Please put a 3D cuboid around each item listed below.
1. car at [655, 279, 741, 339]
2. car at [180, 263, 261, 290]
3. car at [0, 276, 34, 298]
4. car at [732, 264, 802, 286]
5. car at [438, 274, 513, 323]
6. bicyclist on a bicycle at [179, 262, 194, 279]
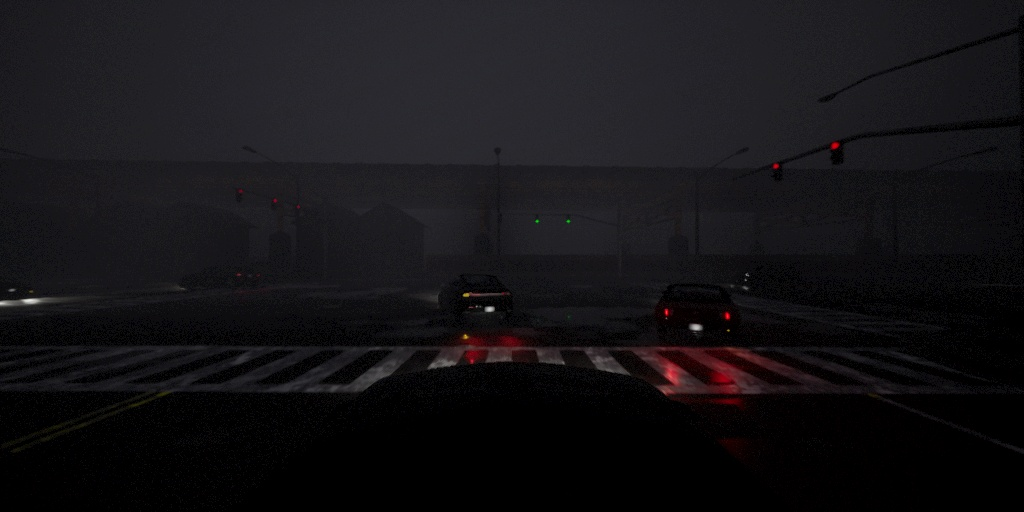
[{"bbox_3d":[5.460,1.456,10.648,1.895,1.301,4.718,0,-1,27],"label":"car"},{"bbox_3d":[-20.072,1.375,24.730,4.553,1.767,2.097,0,-1,4],"label":"car"},{"bbox_3d":[-26.784,1.506,17.797,4.181,1.385,1.994,0,-1,0],"label":"car"},{"bbox_3d":[20.110,1.416,28.468,4.553,1.767,2.097,0,-1,0],"label":"car"},{"bbox_3d":[-1.437,1.372,12.792,2.128,1.511,4.902,1,-1,-19],"label":"car"},{"bbox_3d":[-31.032,1.437,34.285,0.582,1.620,1.656,0,0,0],"label":"bicyclist on a bicycle"}]
